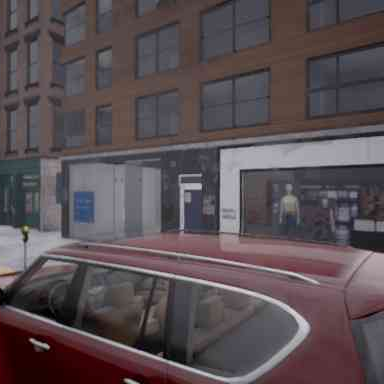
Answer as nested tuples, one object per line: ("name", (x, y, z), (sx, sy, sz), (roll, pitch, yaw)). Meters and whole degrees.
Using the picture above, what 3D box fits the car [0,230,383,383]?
("car", (-0.489, 1.310, 3.163), (5.009, 1.841, 2.192), (0, 0, 36))
